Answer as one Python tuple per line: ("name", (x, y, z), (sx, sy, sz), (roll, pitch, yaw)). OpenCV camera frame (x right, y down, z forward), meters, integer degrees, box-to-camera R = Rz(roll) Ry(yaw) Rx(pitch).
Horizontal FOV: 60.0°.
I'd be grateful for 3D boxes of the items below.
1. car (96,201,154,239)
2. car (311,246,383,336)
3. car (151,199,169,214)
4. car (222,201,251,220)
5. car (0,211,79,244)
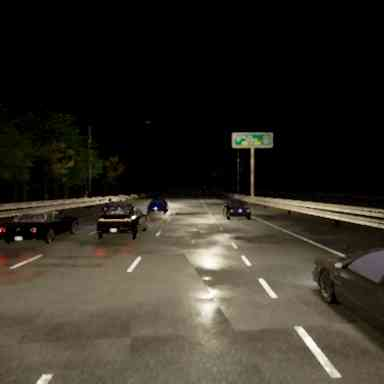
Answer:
("car", (-3.412, 1.434, 16.870), (2.128, 1.511, 4.902), (0, 0, 0))
("car", (3.577, 1.531, 4.974), (2.033, 1.411, 5.357), (0, 0, 0))
("car", (-3.378, 1.392, 33.452), (1.812, 1.442, 4.674), (0, 0, 0))
("car", (3.603, 1.444, 27.321), (2.033, 1.411, 5.357), (0, 0, 0))
("car", (-6.911, 1.548, 15.520), (1.895, 1.301, 4.718), (0, 0, 0))
